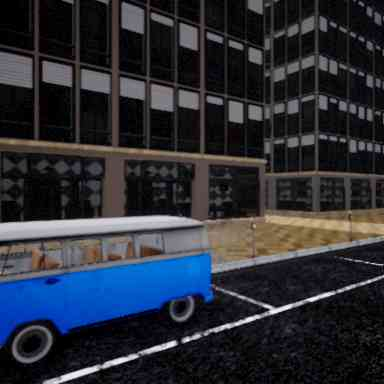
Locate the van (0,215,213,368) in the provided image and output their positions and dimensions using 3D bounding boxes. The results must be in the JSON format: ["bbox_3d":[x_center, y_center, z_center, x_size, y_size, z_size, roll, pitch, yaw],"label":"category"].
[{"bbox_3d":[-1.530,1.333,5.463,3.998,1.788,1.690,0,0,-36],"label":"van"}]
